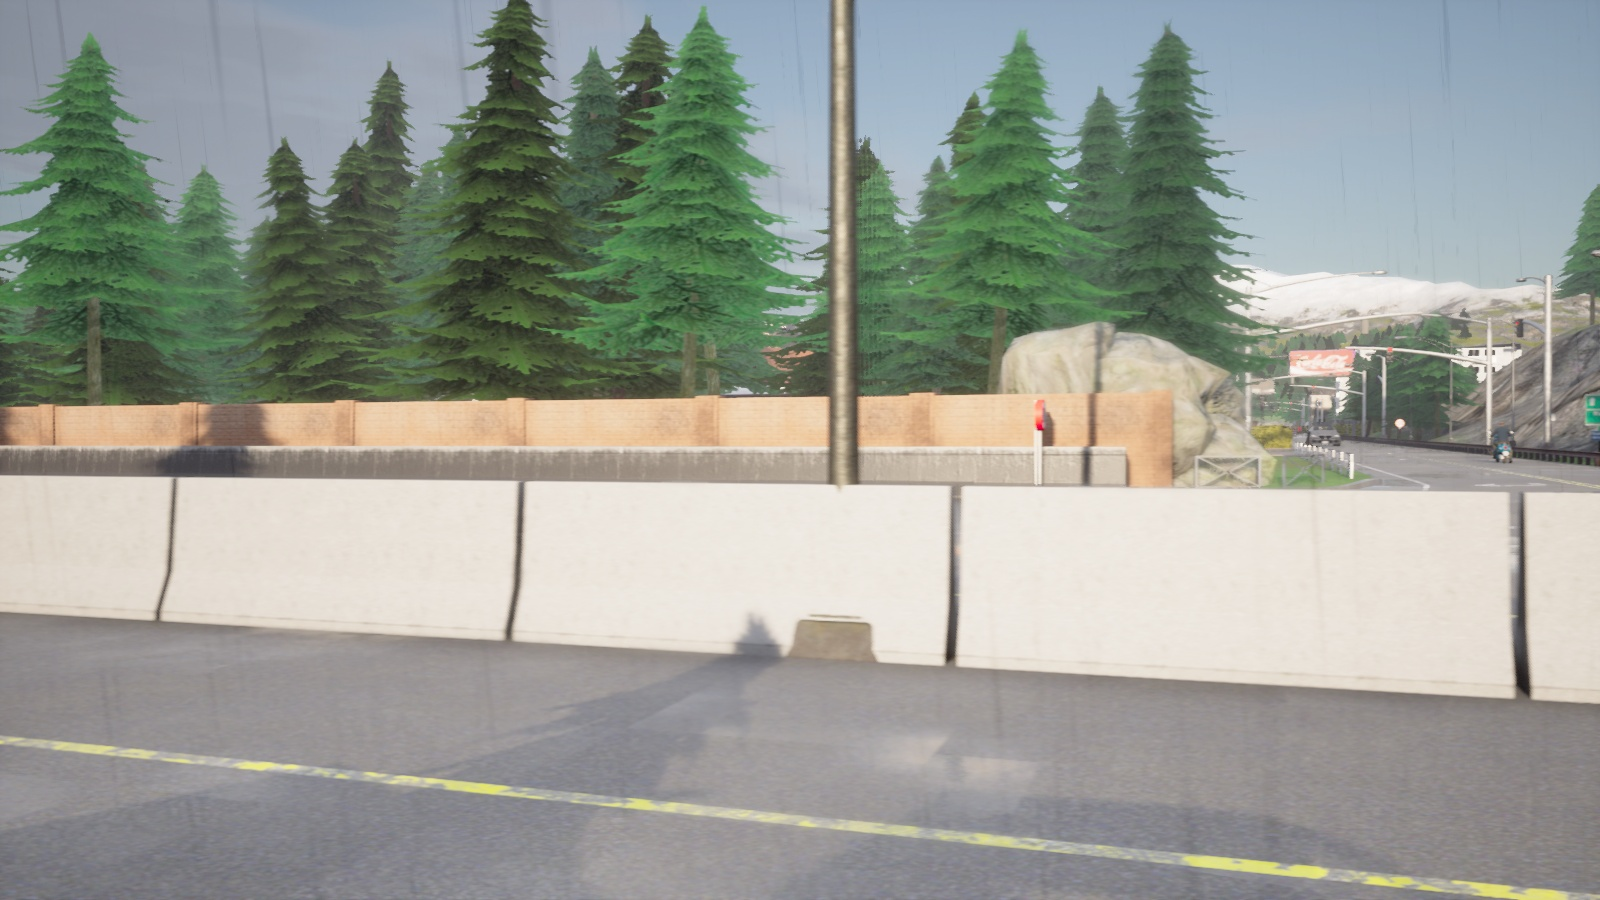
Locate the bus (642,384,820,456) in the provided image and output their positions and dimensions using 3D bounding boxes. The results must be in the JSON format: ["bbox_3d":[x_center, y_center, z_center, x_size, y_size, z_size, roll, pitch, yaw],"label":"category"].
[{"bbox_3d":[-4.273,-1.839,77.405,10.273,4.253,3.944,1,1,22],"label":"bus"}]

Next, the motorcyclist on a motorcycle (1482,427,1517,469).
[{"bbox_3d":[26.822,-0.087,48.182,0.866,1.590,1.817,1,1,19],"label":"motorcyclist on a motorcycle"}]
